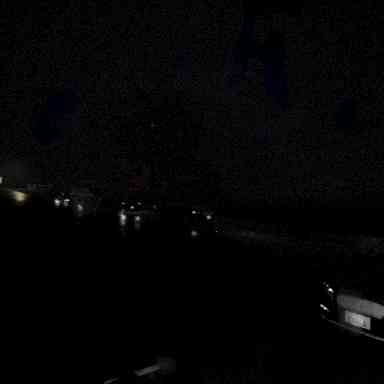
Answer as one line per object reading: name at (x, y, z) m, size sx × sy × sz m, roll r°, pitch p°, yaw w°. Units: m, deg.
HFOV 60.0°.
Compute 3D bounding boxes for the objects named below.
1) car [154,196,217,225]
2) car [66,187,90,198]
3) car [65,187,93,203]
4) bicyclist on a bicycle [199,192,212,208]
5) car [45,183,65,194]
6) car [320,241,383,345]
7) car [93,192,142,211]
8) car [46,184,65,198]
car at (-0.496, 1.030, 20.011) m, size 2.128 × 1.511 × 4.902 m, roll 1°, pitch 2°, yaw -35°
car at (-16.221, 0.010, 47.123) m, size 1.994 × 1.385 × 4.181 m, roll 1°, pitch 1°, yaw -36°
car at (-11.824, 0.349, 35.893) m, size 1.812 × 1.442 × 4.674 m, roll 1°, pitch 2°, yaw -35°
bicyclist on a bicycle at (1.078, 0.868, 28.109) m, size 1.656 × 1.620 × 0.582 m, roll 1°, pitch 1°, yaw -36°
car at (-23.852, -0.638, 57.818) m, size 2.097 × 1.767 × 4.553 m, roll 1°, pitch 1°, yaw -36°
car at (4.354, 1.579, 6.142) m, size 4.902 × 1.511 × 2.128 m, roll 1°, pitch 0°, yaw -35°
car at (-6.158, 0.724, 27.947) m, size 2.033 × 1.411 × 5.357 m, roll 1°, pitch 2°, yaw -36°
car at (-17.823, -0.053, 44.391) m, size 2.128 × 1.511 × 4.902 m, roll 1°, pitch 1°, yaw -34°
